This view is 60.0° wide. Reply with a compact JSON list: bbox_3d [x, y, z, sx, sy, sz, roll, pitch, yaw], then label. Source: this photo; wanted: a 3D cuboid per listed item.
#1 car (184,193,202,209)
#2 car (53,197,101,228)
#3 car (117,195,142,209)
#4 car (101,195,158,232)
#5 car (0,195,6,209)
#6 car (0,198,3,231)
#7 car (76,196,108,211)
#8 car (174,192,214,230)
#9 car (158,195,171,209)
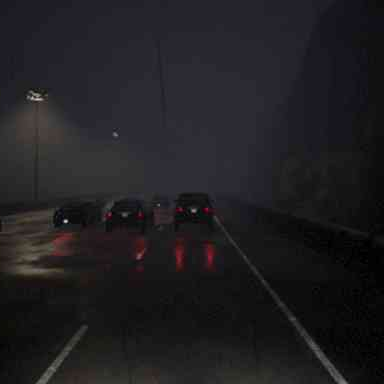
[{"bbox_3d":[0.095,0.991,38.267,1.882,1.535,5.008,0,1,0],"label":"car"},{"bbox_3d":[-6.903,1.309,20.596,1.837,1.490,4.892,0,1,0],"label":"car"},{"bbox_3d":[-6.905,1.100,37.081,1.994,1.385,4.181,0,1,0],"label":"car"},{"bbox_3d":[-3.403,1.176,18.988,2.097,1.767,4.553,0,1,0],"label":"car"},{"bbox_3d":[-21.101,1.105,33.660,1.837,1.490,4.892,0,1,0],"label":"car"},{"bbox_3d":[-10.401,1.230,14.574,2.097,1.767,4.553,0,1,0],"label":"car"},{"bbox_3d":[-10.405,1.179,34.876,1.895,1.301,4.718,0,1,0],"label":"car"},{"bbox_3d":[0.097,1.033,19.971,2.150,2.045,5.566,0,1,0],"label":"car"},{"bbox_3d":[-3.405,1.050,36.625,1.837,1.490,4.892,0,1,0],"label":"car"}]
